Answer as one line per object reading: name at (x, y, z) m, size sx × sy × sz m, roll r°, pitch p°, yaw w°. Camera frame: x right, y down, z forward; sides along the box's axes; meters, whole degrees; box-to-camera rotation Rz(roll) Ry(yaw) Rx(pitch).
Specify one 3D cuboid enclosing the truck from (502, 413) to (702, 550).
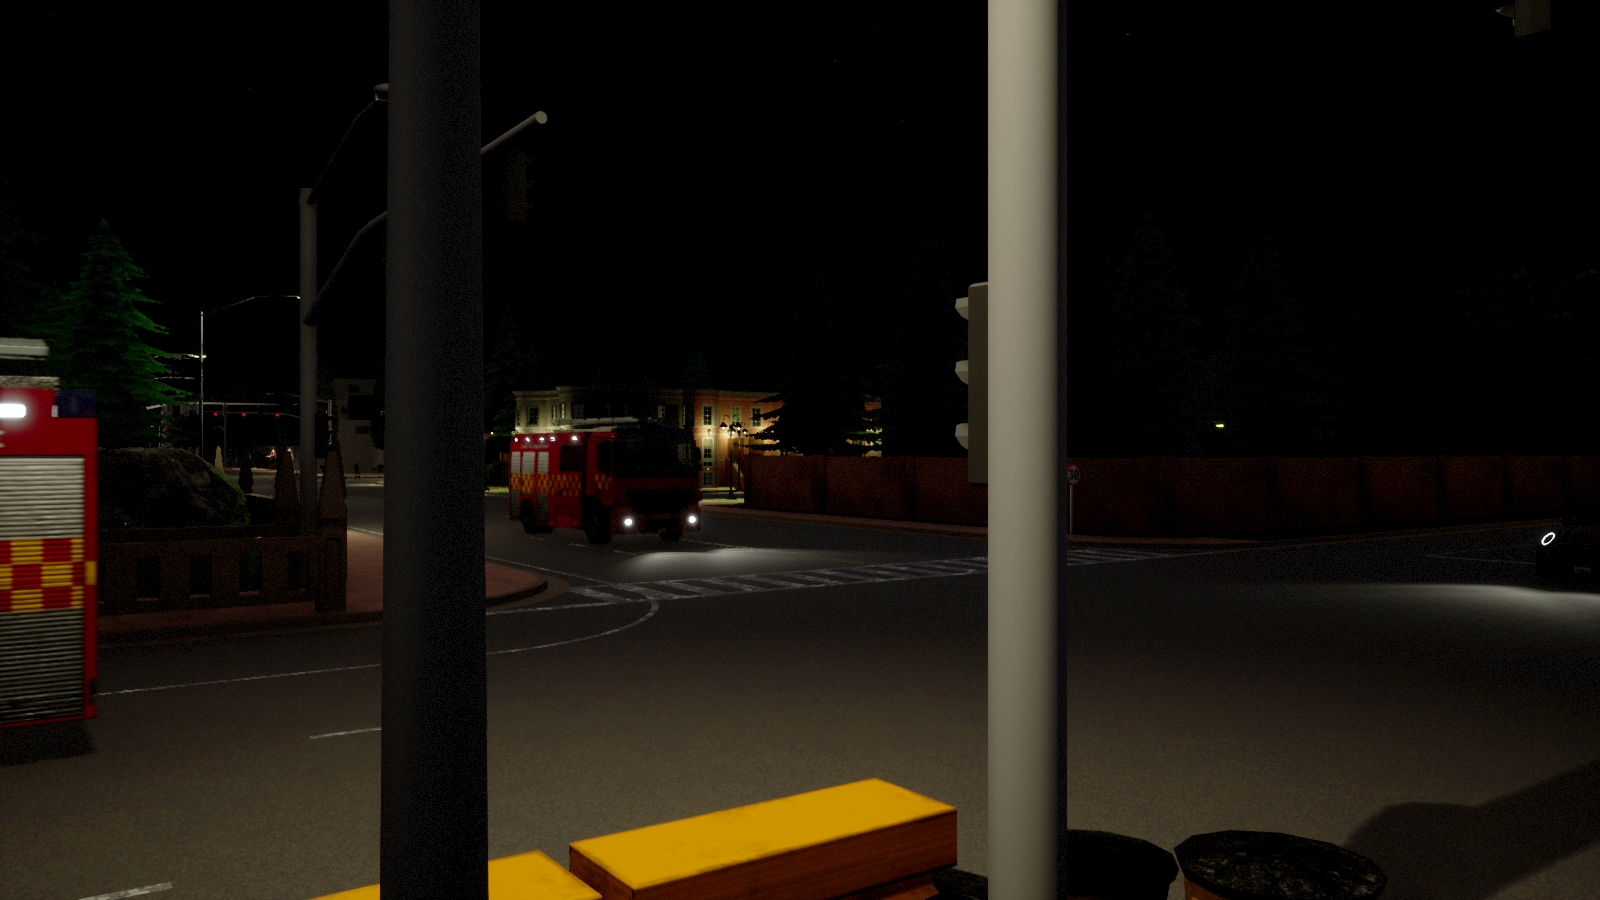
truck at (-6.504, 0.890, 36.226) m, size 2.891 × 3.827 × 8.468 m, roll 0°, pitch 0°, yaw -35°

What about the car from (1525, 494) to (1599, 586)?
car at (18.010, 1.906, 24.946) m, size 4.553 × 1.767 × 2.097 m, roll 0°, pitch 0°, yaw -35°

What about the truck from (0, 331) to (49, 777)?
truck at (-10.869, 0.891, 8.729) m, size 8.468 × 3.827 × 2.891 m, roll 0°, pitch 0°, yaw -36°
